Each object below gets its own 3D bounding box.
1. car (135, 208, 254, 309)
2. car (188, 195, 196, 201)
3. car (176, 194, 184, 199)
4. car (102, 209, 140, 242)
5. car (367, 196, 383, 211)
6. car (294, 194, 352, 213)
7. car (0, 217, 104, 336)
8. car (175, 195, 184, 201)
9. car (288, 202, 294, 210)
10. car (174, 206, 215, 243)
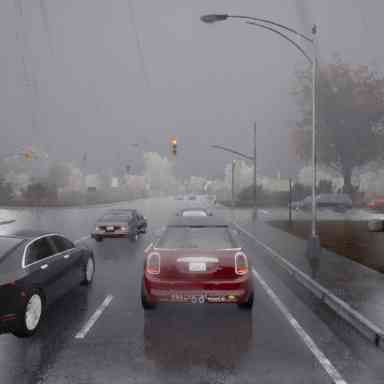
[{"bbox_3d":[0.106,1.352,8.049,2.097,1.767,4.553,0,0,0],"label":"car"},{"bbox_3d":[0.074,1.500,84.967,1.837,1.490,4.892,0,0,0],"label":"car"},{"bbox_3d":[-3.376,1.402,95.317,1.994,1.385,4.181,0,0,1],"label":"car"},{"bbox_3d":[-3.388,1.547,16.294,2.033,1.411,5.357,0,0,0],"label":"car"},{"bbox_3d":[23.854,1.211,39.372,5.566,2.045,2.150,0,0,3],"label":"car"},{"bbox_3d":[14.496,1.221,36.377,5.566,2.045,2.150,0,0,3],"label":"car"},{"bbox_3d":[-3.393,1.505,6.636,1.837,1.490,4.892,0,0,0],"label":"car"},{"bbox_3d":[-3.424,1.544,85.290,1.994,1.385,4.181,0,0,0],"label":"car"},{"bbox_3d":[14.020,1.505,39.913,4.892,1.490,1.837,0,0,3],"label":"car"},{"bbox_3d":[0.114,1.526,17.089,1.812,1.442,4.674,0,0,0],"label":"car"}]
